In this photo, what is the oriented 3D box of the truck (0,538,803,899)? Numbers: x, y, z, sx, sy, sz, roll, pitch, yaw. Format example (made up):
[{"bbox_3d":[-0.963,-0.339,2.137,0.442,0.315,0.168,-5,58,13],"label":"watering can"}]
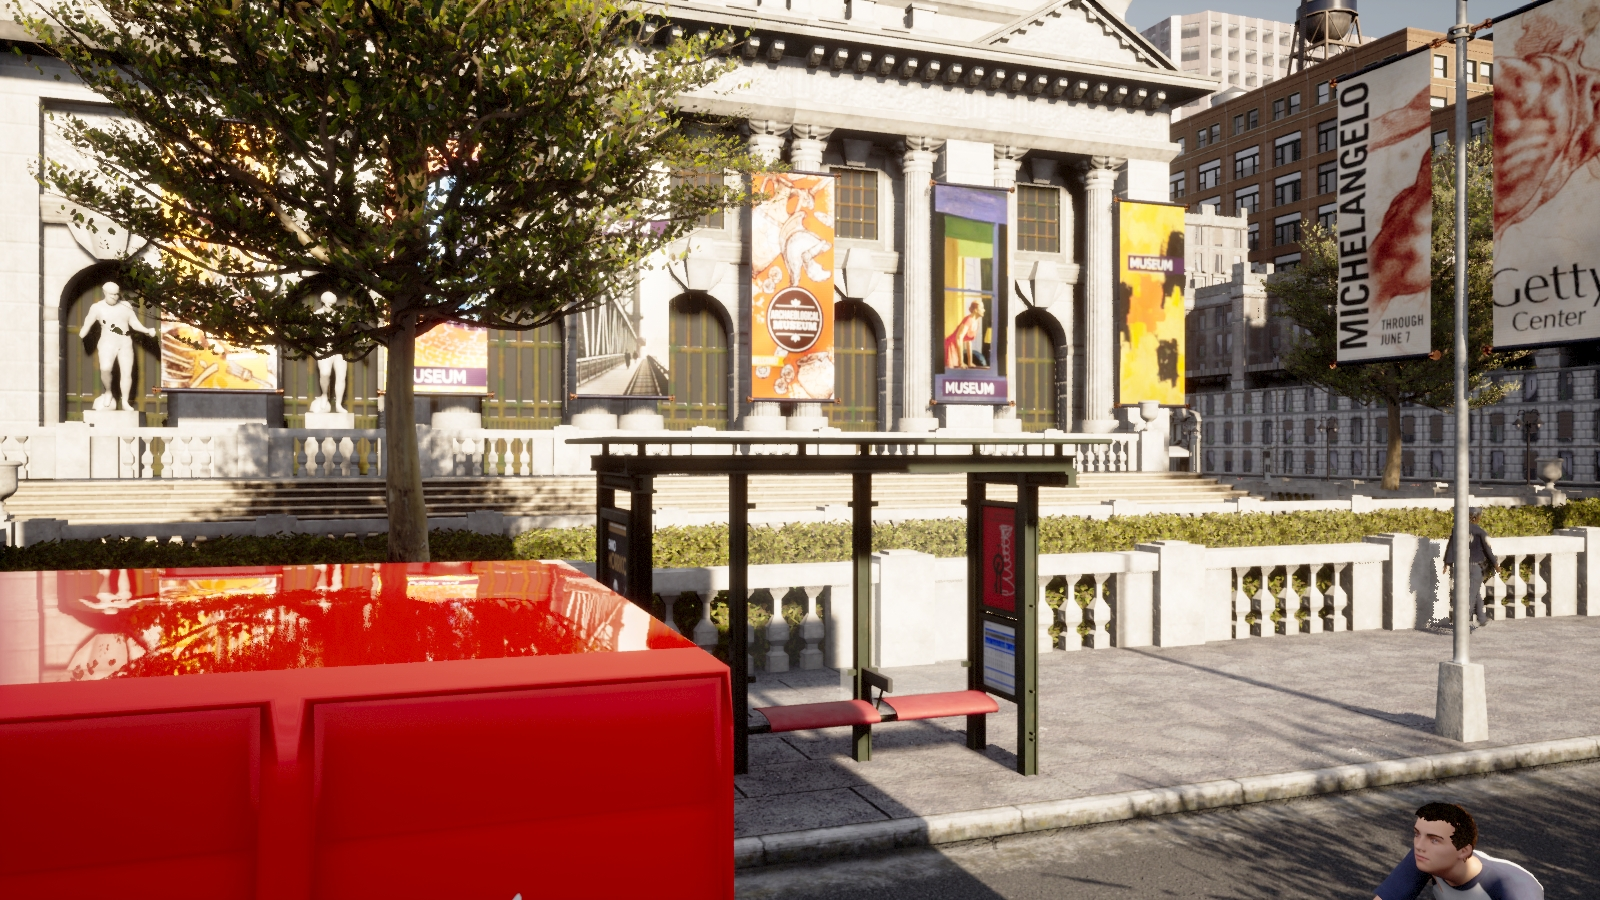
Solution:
[{"bbox_3d":[-2.888,1.568,2.235,5.204,2.467,2.627,0,0,-20],"label":"truck"}]

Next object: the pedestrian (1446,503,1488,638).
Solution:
[{"bbox_3d":[9.492,1.702,16.264,0.375,1.860,0.375,0,0,-25],"label":"pedestrian"}]
